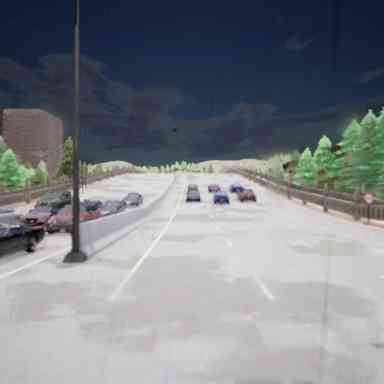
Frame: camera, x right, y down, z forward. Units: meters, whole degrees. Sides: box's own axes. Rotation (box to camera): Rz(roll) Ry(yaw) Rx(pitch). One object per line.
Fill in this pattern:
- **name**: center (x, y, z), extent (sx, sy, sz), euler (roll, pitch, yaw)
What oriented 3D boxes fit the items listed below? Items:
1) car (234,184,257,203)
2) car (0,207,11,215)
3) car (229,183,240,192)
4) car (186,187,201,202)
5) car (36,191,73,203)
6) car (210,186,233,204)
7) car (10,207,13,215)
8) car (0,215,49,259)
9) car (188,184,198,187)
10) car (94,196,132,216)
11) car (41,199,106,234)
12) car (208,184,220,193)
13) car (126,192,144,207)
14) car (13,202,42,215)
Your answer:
- **car**: center (7.182, 0.304, 43.966), extent (2.097, 1.767, 4.553), euler (0, 6, 0)
- **car**: center (-10.584, 1.656, 15.046), extent (1.837, 1.490, 4.892), euler (0, -1, 0)
- **car**: center (7.137, -0.714, 54.094), extent (1.882, 1.535, 5.008), euler (0, 7, 0)
- **car**: center (0.183, 0.499, 44.195), extent (1.994, 1.385, 4.181), euler (0, 6, 0)
- **car**: center (-14.037, 0.965, 34.376), extent (2.150, 2.045, 5.566), euler (0, 4, 1)
- **car**: center (3.675, 0.563, 42.643), extent (1.882, 1.535, 5.008), euler (0, 6, 0)
- **car**: center (-14.078, 1.758, 23.742), extent (1.895, 1.301, 4.718), euler (0, 1, 0)
- **car**: center (-7.094, 1.720, 11.695), extent (1.895, 1.301, 4.718), euler (0, -1, 0)
- **car**: center (0.137, -0.645, 54.141), extent (2.033, 1.411, 5.357), euler (0, 7, 0)
- **car**: center (-7.074, 1.482, 29.540), extent (2.128, 1.511, 4.902), euler (0, 2, 0)
- **car**: center (-7.086, 1.540, 20.506), extent (2.097, 1.767, 4.553), euler (0, 0, 0)
- **car**: center (3.639, -0.658, 54.377), extent (1.994, 1.385, 4.181), euler (0, 7, 0)
- **car**: center (-6.990, 0.855, 39.610), extent (2.128, 1.511, 4.902), euler (0, 5, 1)
- **car**: center (-10.585, 1.718, 23.940), extent (1.994, 1.385, 4.181), euler (0, 1, -1)
